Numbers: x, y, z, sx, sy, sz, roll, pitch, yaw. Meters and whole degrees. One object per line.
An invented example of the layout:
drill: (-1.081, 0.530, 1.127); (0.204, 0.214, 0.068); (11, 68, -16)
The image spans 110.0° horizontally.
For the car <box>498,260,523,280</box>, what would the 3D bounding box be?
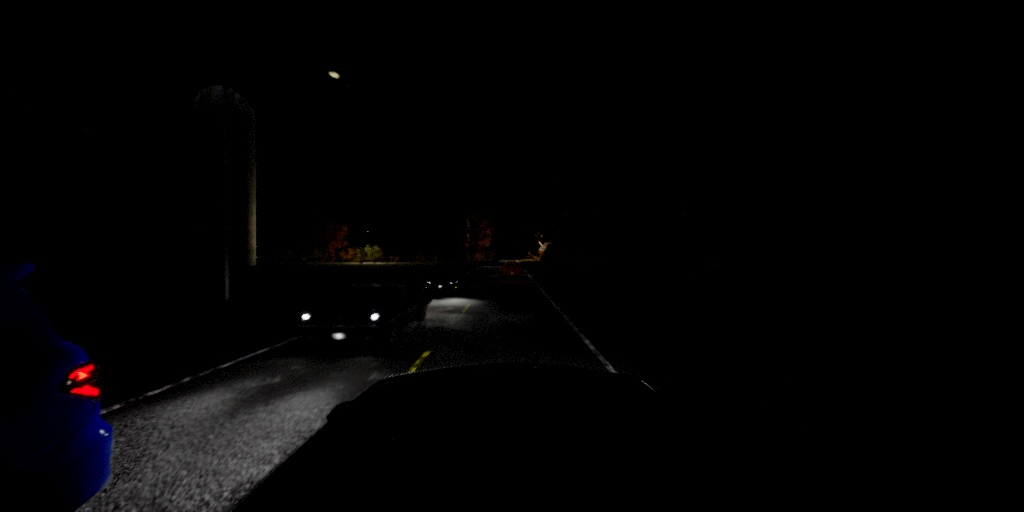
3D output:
car: (-0.006, 1.226, 31.706); (1.882, 1.535, 5.008); (0, 0, 0)

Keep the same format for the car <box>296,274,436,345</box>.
car: (-3.582, 1.352, 9.638); (1.895, 1.301, 4.718); (0, 0, 0)

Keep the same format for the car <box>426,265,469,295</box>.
car: (-3.519, 1.257, 20.050); (1.837, 1.490, 4.892); (0, 0, 0)
